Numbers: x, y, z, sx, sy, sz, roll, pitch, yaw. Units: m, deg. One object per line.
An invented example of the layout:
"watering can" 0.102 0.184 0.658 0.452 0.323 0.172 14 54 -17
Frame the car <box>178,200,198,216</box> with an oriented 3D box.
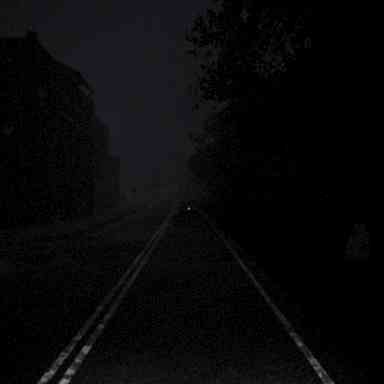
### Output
"car" -0.345 1.487 31.720 2.033 1.411 5.357 0 0 -2
